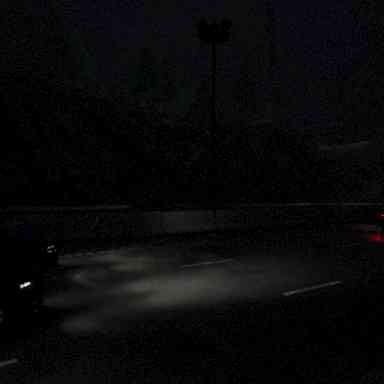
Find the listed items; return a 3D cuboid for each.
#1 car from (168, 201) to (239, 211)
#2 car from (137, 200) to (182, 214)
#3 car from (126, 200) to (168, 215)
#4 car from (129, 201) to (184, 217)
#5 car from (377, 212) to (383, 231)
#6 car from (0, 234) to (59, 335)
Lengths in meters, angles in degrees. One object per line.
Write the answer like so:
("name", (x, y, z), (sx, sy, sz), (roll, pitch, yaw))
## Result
("car", (1.221, 1.538, 25.227), (5.357, 1.411, 2.033), (0, 0, -30))
("car", (-3.341, 1.519, 34.635), (4.181, 1.385, 1.994), (0, 0, -29))
("car", (-3.152, 1.525, 26.692), (4.181, 1.385, 1.994), (0, 0, -30))
("car", (-3.228, 1.559, 30.723), (4.718, 1.301, 1.895), (0, 0, -30))
("car", (12.944, 1.562, 19.299), (4.902, 1.511, 2.128), (0, 0, -27))
("car", (-4.727, 1.456, 4.601), (4.902, 1.511, 2.128), (0, 0, -36))
